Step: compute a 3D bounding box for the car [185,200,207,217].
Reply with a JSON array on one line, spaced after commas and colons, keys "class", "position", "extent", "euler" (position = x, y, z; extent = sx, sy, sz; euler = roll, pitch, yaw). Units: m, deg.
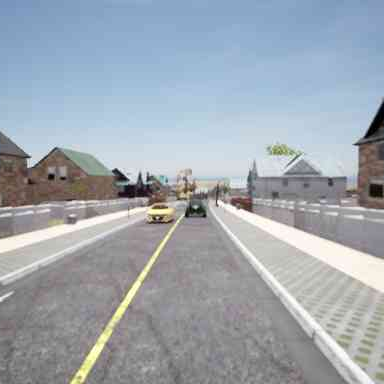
[{"class": "car", "position": [0.390, 1.544, 33.470], "extent": [2.097, 1.767, 4.553], "euler": [0, 0, 1]}]

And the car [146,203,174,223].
[{"class": "car", "position": [-2.494, 1.656, 27.084], "extent": [1.882, 1.535, 5.008], "euler": [0, 0, 1]}]

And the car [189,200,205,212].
[{"class": "car", "position": [0.712, 1.831, 45.110], "extent": [2.033, 1.411, 5.357], "euler": [0, 0, 2]}]
